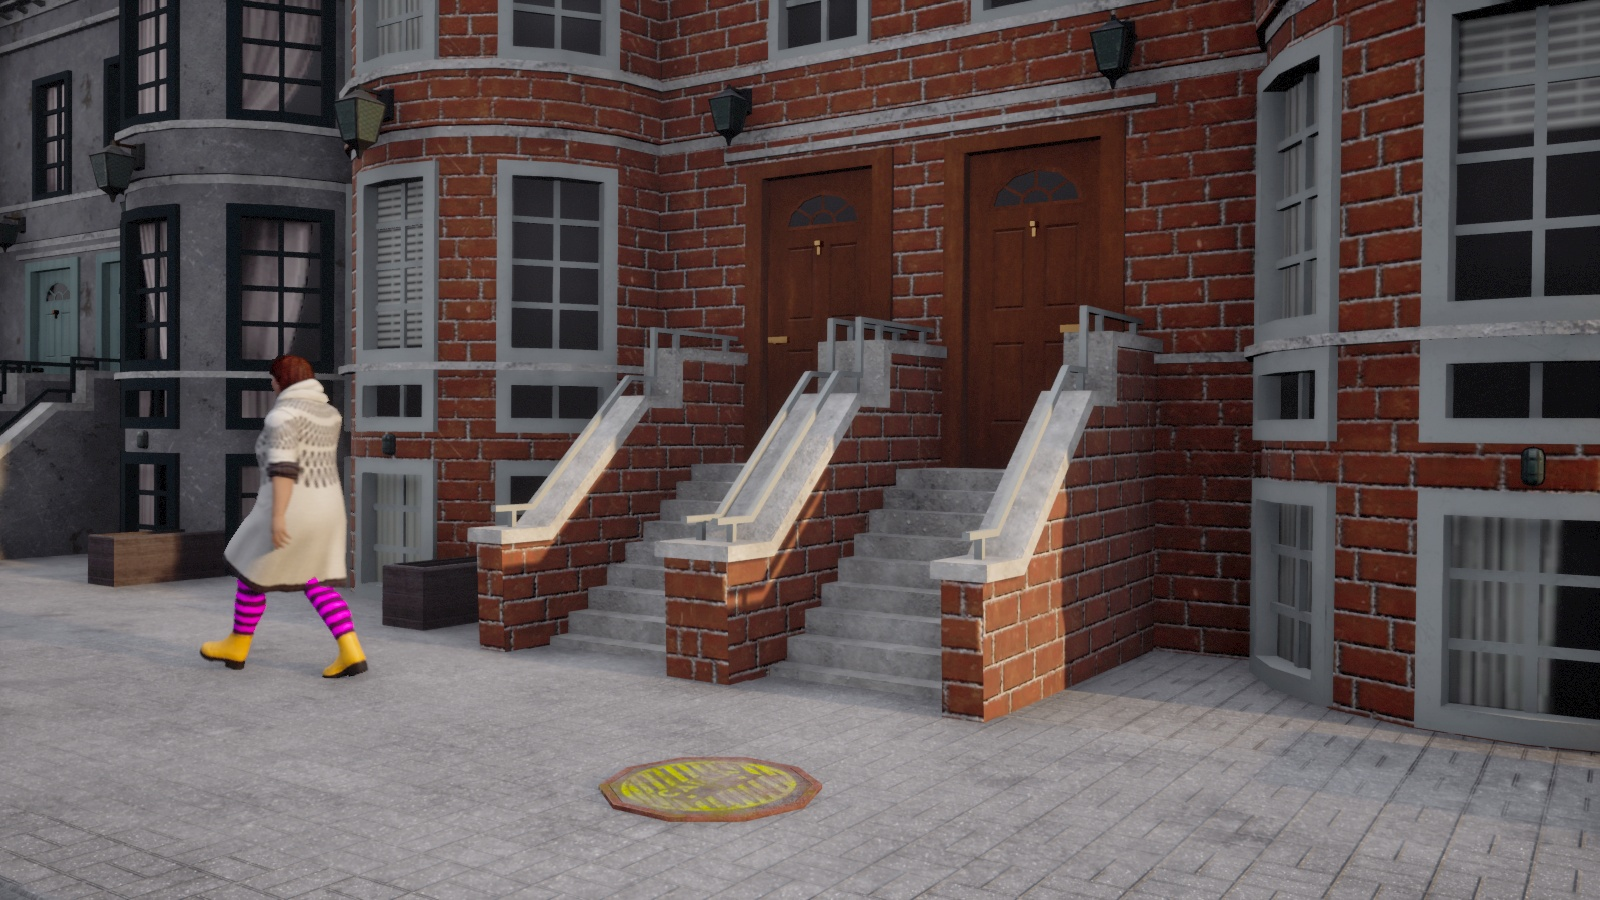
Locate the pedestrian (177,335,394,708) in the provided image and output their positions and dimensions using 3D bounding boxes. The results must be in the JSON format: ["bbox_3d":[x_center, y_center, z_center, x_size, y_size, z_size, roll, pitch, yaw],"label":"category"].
[{"bbox_3d":[-2.855,0.371,7.005,0.873,1.952,0.659,0,1,17],"label":"pedestrian"}]
